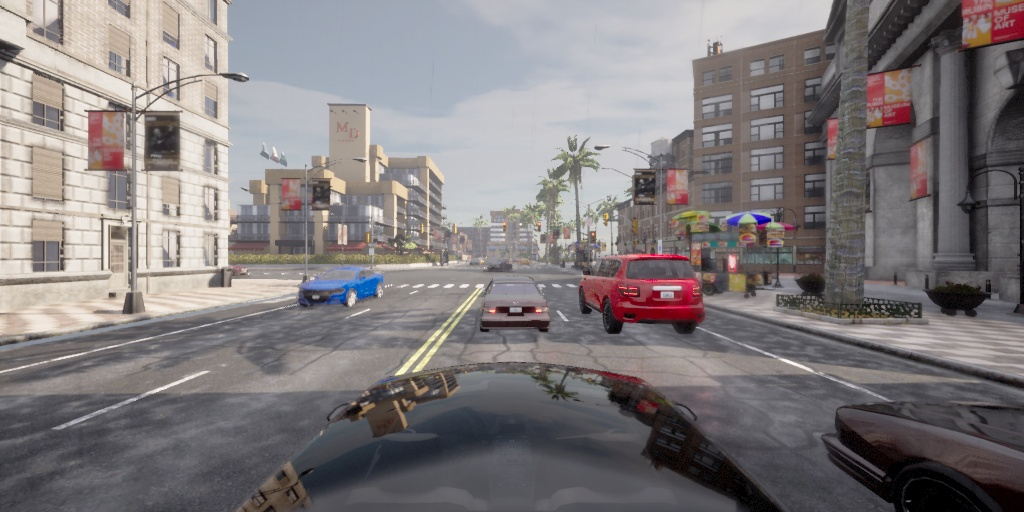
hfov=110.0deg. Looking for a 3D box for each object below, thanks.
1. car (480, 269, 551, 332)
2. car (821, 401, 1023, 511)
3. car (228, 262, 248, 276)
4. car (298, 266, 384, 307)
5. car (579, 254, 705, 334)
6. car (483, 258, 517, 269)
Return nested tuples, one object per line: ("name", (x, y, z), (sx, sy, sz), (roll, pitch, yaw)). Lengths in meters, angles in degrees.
("car", (0.015, 1.297, 10.834), (2.033, 1.411, 5.357), (0, 0, -2))
("car", (3.535, 1.297, 0.528), (2.033, 1.411, 5.357), (0, 0, 1))
("car", (-29.454, 1.276, 36.395), (4.674, 1.442, 1.812), (0, 0, -1))
("car", (-7.169, 1.227, 15.561), (1.882, 1.535, 5.008), (0, 0, 0))
("car", (3.501, 0.971, 10.779), (2.150, 2.045, 5.566), (0, 0, 0))
("car", (-1.531, 1.297, 48.006), (2.033, 1.411, 5.357), (0, 0, 20))
